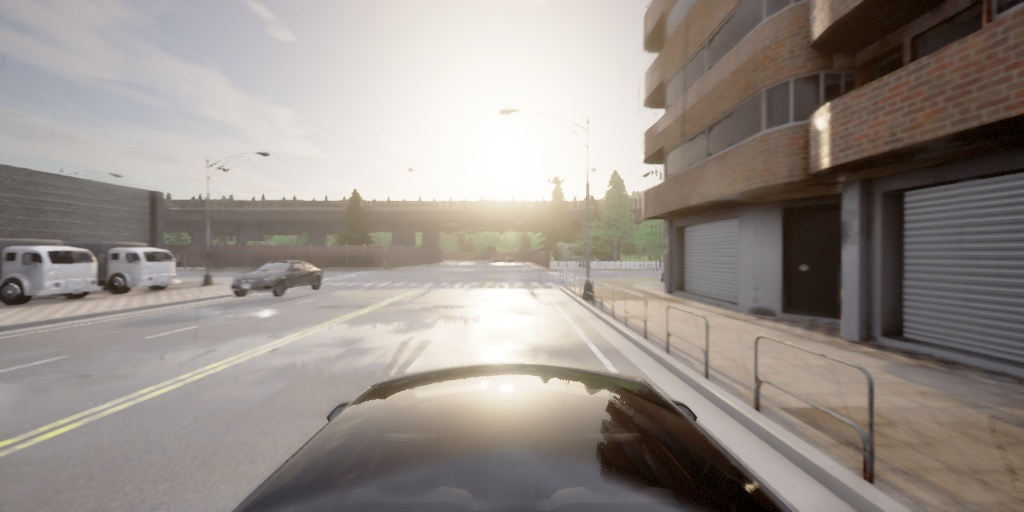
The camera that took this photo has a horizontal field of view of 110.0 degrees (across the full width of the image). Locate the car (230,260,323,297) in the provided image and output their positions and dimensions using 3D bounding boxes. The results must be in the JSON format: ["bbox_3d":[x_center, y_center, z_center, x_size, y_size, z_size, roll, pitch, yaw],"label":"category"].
[{"bbox_3d":[-10.506,0.920,16.499,1.812,1.442,4.674,0,0,0],"label":"car"}]
